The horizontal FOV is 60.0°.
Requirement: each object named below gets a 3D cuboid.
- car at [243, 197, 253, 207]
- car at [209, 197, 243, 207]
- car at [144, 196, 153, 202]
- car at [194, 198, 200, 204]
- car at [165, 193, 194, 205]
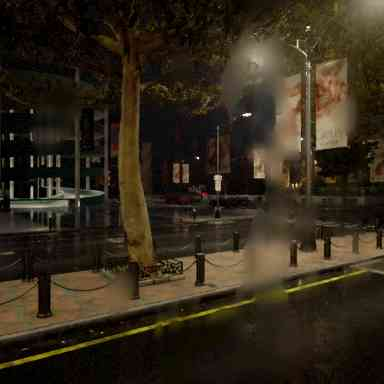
[{"bbox_3d":[7.573,1.503,52.785,2.128,1.511,4.902,0,0,-35],"label":"car"},{"bbox_3d":[4.815,1.558,50.643,2.033,1.411,5.357,0,0,-35],"label":"car"},{"bbox_3d":[-10.793,1.535,73.581,4.674,1.442,1.812,0,0,34],"label":"car"},{"bbox_3d":[-0.689,1.559,64.322,2.033,1.411,5.357,0,0,-37],"label":"car"},{"bbox_3d":[-2.689,1.232,61.115,2.150,2.045,5.566,0,0,-38],"label":"car"}]
